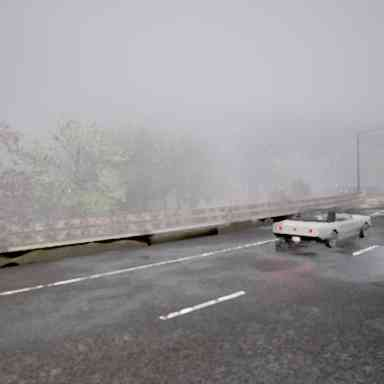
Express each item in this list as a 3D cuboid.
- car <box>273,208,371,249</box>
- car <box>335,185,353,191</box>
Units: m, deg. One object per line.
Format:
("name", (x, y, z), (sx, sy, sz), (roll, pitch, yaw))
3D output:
("car", (5.261, 1.280, 13.053), (4.718, 1.301, 1.895), (-2, 1, -42))
("car", (39.130, -1.045, 86.678), (2.097, 1.767, 4.553), (-1, 1, 0))
